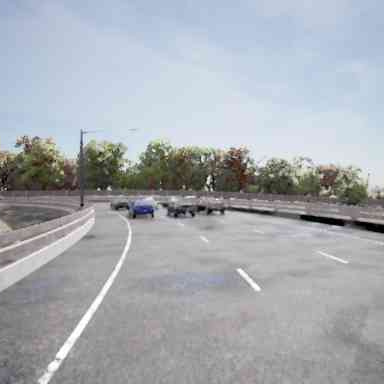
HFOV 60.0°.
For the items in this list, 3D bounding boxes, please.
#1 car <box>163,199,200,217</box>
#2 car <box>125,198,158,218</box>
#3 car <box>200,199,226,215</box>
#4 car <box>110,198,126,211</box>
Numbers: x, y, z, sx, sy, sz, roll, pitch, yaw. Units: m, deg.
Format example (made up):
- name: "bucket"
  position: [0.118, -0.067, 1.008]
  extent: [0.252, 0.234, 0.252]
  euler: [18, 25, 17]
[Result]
- name: "car"
  position: [-1.082, 1.492, 30.945]
  extent: [1.837, 1.490, 4.892]
  euler: [-1, 0, -16]
- name: "car"
  position: [-4.753, 1.509, 30.949]
  extent: [1.882, 1.535, 5.008]
  euler: [-1, 0, -17]
- name: "car"
  position: [1.755, 1.447, 33.714]
  extent: [2.128, 1.511, 4.902]
  euler: [-1, 0, -19]
- name: "car"
  position: [-9.363, 1.581, 43.177]
  extent: [1.837, 1.490, 4.892]
  euler: [-1, 1, -24]
